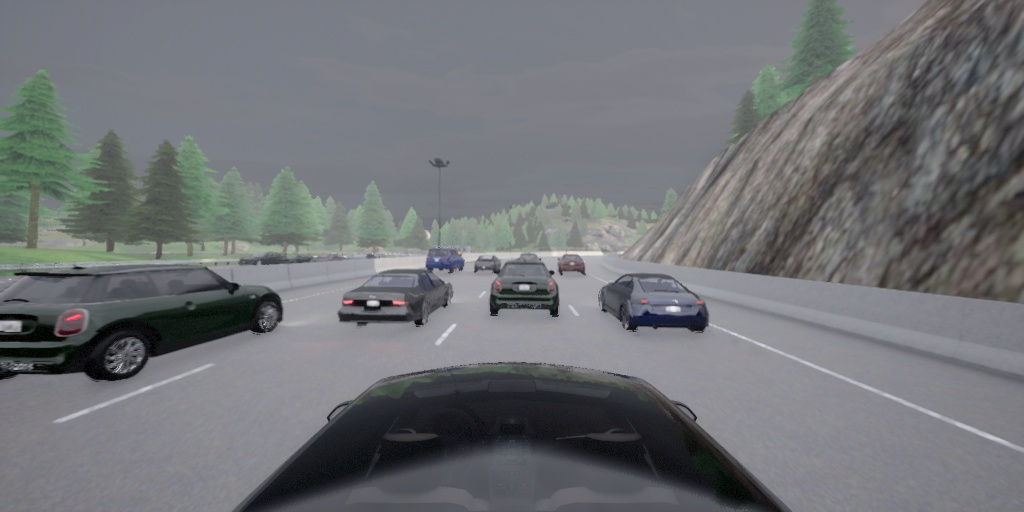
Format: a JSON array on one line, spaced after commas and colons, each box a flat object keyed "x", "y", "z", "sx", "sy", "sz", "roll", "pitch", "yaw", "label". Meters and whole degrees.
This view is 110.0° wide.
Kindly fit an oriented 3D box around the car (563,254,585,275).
[{"x": 4.992, "y": 0.588, "z": 30.601, "sx": 2.097, "sy": 1.767, "sz": 4.553, "roll": 1, "pitch": 1, "yaw": 5, "label": "car"}]

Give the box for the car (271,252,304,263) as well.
[{"x": -22.562, "y": 0.437, "z": 37.877, "sx": 1.895, "sy": 1.301, "sz": 4.718, "roll": 1, "pitch": 1, "yaw": 7, "label": "car"}]

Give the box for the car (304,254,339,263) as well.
[{"x": -19.084, "y": 0.441, "z": 37.467, "sx": 1.994, "sy": 1.385, "sz": 4.181, "roll": 1, "pitch": 1, "yaw": 7, "label": "car"}]

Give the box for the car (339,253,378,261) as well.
[{"x": -15.563, "y": 0.436, "z": 37.454, "sx": 1.812, "sy": 1.442, "sz": 4.674, "roll": 1, "pitch": 1, "yaw": 7, "label": "car"}]

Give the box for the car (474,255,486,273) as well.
[{"x": -2.008, "y": 0.654, "z": 31.009, "sx": 2.128, "sy": 1.511, "sz": 4.902, "roll": 1, "pitch": 1, "yaw": 5, "label": "car"}]

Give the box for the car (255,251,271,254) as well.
[{"x": -26.099, "y": 0.283, "z": 37.747, "sx": 1.882, "sy": 1.535, "sz": 5.008, "roll": 1, "pitch": 1, "yaw": 7, "label": "car"}]

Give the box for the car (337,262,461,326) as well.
[{"x": -3.129, "y": 1.092, "z": 10.786, "sx": 2.033, "sy": 1.411, "sz": 5.357, "roll": 1, "pitch": 1, "yaw": 2, "label": "car"}]

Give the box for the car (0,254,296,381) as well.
[{"x": -6.756, "y": 0.935, "z": 7.009, "sx": 2.097, "sy": 1.767, "sz": 4.553, "roll": 1, "pitch": 1, "yaw": 2, "label": "car"}]

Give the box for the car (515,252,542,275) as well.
[{"x": 1.486, "y": 0.553, "z": 30.720, "sx": 2.097, "sy": 1.767, "sz": 4.553, "roll": 1, "pitch": 1, "yaw": 5, "label": "car"}]

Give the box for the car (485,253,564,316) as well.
[{"x": 0.432, "y": 0.895, "z": 12.532, "sx": 2.097, "sy": 1.767, "sz": 4.553, "roll": 1, "pitch": 1, "yaw": 2, "label": "car"}]

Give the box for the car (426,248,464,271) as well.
[{"x": -5.592, "y": 0.362, "z": 30.426, "sx": 2.150, "sy": 2.045, "sz": 5.566, "roll": 1, "pitch": 1, "yaw": 5, "label": "car"}]

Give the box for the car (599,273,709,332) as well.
[{"x": 3.861, "y": 1.181, "z": 10.437, "sx": 1.994, "sy": 1.385, "sz": 4.181, "roll": 1, "pitch": 1, "yaw": 2, "label": "car"}]
